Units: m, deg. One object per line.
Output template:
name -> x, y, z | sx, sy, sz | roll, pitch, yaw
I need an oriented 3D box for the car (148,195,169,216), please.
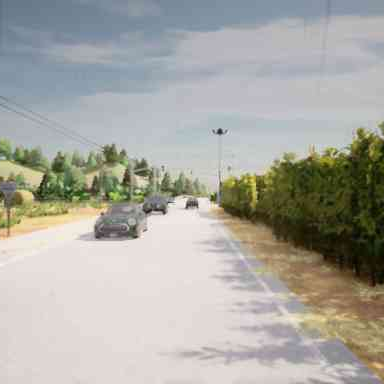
car -> -3.592, 1.292, 33.979 | 2.150, 2.045, 5.566 | 0, 0, 0

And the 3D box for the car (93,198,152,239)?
car -> -3.601, 1.392, 17.458 | 2.097, 1.767, 4.553 | 0, 0, 0

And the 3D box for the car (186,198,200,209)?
car -> 0.081, 1.594, 47.243 | 1.837, 1.490, 4.892 | 0, 0, 2
